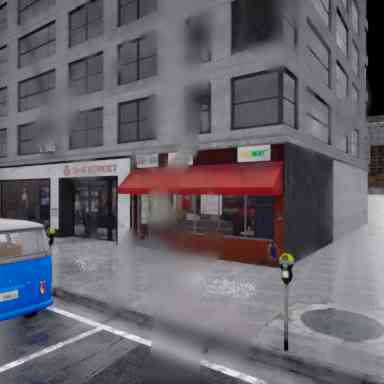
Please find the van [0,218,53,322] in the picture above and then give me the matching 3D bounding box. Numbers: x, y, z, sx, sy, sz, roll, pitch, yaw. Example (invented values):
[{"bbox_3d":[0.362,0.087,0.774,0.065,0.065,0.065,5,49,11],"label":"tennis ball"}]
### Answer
[{"bbox_3d":[-4.280,1.340,6.130,3.998,1.788,1.690,0,0,35],"label":"van"}]
